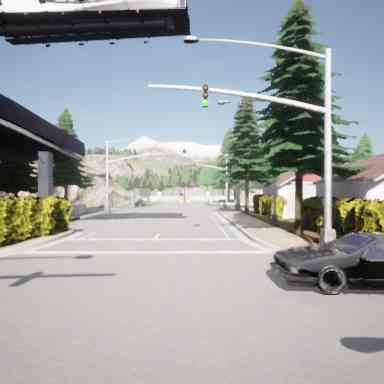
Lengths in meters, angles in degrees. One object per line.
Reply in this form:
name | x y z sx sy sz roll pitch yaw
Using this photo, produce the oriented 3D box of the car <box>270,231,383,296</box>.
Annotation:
car | 4.798 1.716 8.310 5.357 1.411 2.033 1 -1 0
